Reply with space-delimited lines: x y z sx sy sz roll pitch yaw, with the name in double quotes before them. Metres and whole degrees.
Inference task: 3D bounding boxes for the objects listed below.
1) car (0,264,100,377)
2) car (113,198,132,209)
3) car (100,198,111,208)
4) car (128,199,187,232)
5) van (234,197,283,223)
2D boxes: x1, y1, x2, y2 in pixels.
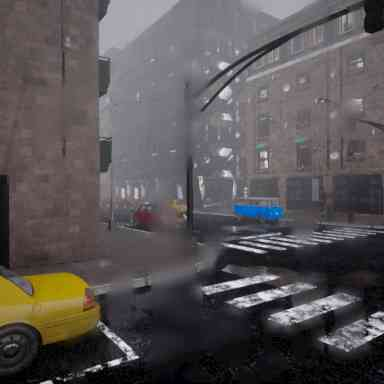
"car" -3.624 1.526 3.980 4.829 1.417 1.752 0 0 -36
"car" -8.429 1.463 43.213 1.887 1.381 4.507 -1 0 -36
"car" -11.755 1.463 47.795 1.887 1.381 4.507 -1 0 -36
"car" -1.917 1.441 19.979 1.967 1.590 4.097 0 0 -36
"van" 4.875 1.280 24.887 1.690 1.788 3.998 0 0 -36
